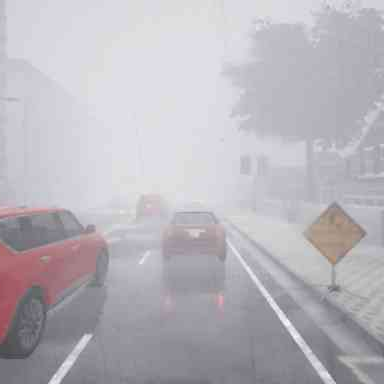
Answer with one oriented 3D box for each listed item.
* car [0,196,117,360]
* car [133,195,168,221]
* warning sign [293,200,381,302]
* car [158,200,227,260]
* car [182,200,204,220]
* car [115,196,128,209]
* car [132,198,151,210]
[{"bbox_3d":[-3.205,1.223,6.100,2.150,2.045,5.566,0,0,1],"label":"car"},{"bbox_3d":[-3.154,1.218,27.107,2.150,2.045,5.566,0,0,0],"label":"car"},{"bbox_3d":[2.856,1.115,6.710,1.300,1.860,1.060,0,0,0],"label":"warning sign"},{"bbox_3d":[0.088,1.352,12.524,2.097,1.767,4.553,0,0,0],"label":"car"},{"bbox_3d":[0.104,1.523,29.159,1.812,1.442,4.674,0,0,0],"label":"car"},{"bbox_3d":[-9.819,1.348,43.971,2.097,1.767,4.553,0,0,0],"label":"car"},{"bbox_3d":[-6.571,1.523,43.789,1.812,1.442,4.674,0,0,0],"label":"car"}]
